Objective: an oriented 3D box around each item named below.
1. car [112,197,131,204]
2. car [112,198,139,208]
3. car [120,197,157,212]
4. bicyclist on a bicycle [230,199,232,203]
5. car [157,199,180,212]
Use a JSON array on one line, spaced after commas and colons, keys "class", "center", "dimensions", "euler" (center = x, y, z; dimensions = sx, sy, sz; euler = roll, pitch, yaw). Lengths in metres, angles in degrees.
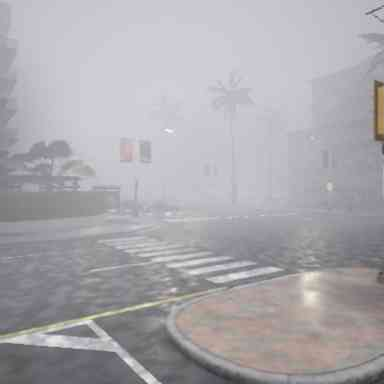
[{"class": "car", "center": [-14.570, 1.633, 68.129], "dimensions": [1.895, 1.301, 4.718], "euler": [0, 0, -39]}, {"class": "car", "center": [-9.986, 1.577, 49.528], "dimensions": [2.033, 1.411, 5.357], "euler": [0, 0, -35]}, {"class": "car", "center": [-6.491, 1.516, 38.415], "dimensions": [2.128, 1.511, 4.902], "euler": [0, 0, -35]}, {"class": "bicyclist on a bicycle", "center": [6.430, 1.347, 51.314], "dimensions": [1.656, 1.620, 0.582], "euler": [0, 0, -35]}, {"class": "car", "center": [-3.236, 1.554, 39.879], "dimensions": [1.812, 1.442, 4.674], "euler": [0, 0, -35]}]
